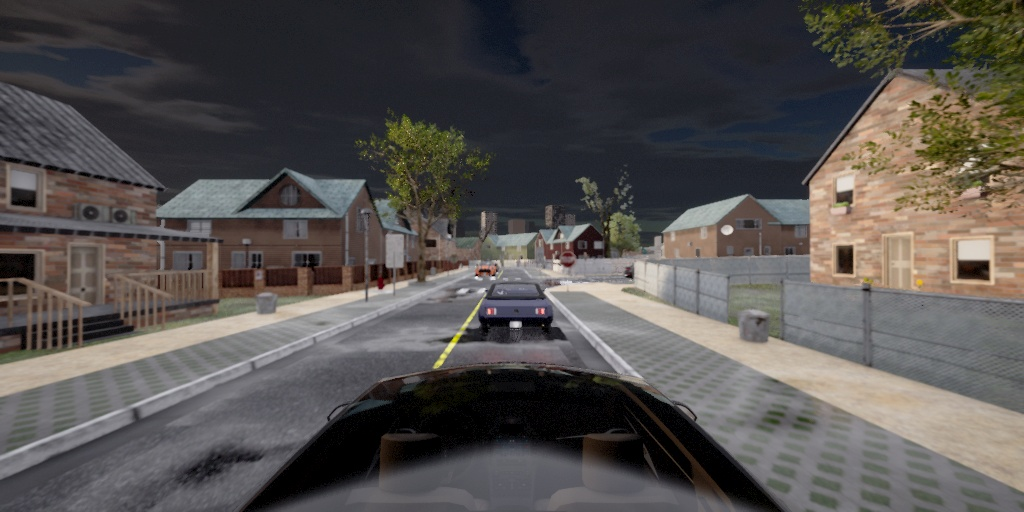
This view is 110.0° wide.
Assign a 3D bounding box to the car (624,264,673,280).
[{"bbox_3d":[10.772,1.111,26.422,4.892,1.490,1.837,-1,-1,-2],"label":"car"}]

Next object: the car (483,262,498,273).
[{"bbox_3d":[-2.914,1.550,49.942,1.812,1.442,4.674,0,0,0],"label":"car"}]

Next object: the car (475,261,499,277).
[{"bbox_3d":[-2.873,1.322,39.911,2.097,1.767,4.553,0,0,0],"label":"car"}]

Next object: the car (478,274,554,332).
[{"bbox_3d":[0.093,1.409,11.055,1.895,1.301,4.718,0,0,0],"label":"car"}]
